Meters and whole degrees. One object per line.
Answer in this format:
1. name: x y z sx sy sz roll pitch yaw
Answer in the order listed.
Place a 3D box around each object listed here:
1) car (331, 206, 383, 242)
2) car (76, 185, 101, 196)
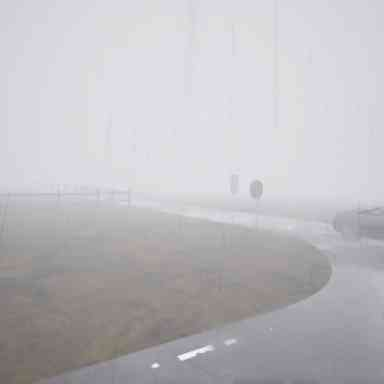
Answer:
1. car: 7.876 1.327 12.752 2.128 1.511 4.902 2 1 -36
2. car: -13.369 -0.197 42.476 2.033 1.411 5.357 2 1 -36
